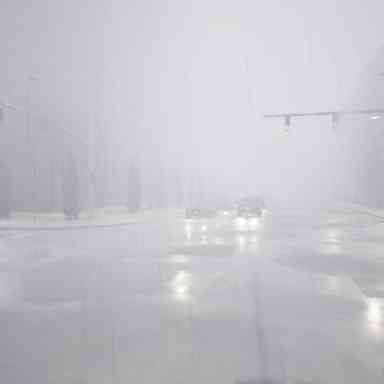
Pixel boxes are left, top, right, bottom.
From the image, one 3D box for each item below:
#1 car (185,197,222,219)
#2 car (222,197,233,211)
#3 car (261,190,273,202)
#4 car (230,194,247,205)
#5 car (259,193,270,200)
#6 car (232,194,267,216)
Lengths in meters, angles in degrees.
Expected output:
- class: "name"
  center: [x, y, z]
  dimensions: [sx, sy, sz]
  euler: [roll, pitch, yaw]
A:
- class: "car"
  center: [0.844, 1.343, 26.763]
  dimensions: [1.994, 1.385, 4.181]
  euler: [0, 0, 15]
- class: "car"
  center: [3.251, 1.269, 35.677]
  dimensions: [1.994, 1.385, 4.181]
  euler: [0, 0, 15]
- class: "car"
  center: [12.933, 0.728, 57.874]
  dimensions: [2.150, 2.045, 5.566]
  euler: [0, 0, 16]
- class: "car"
  center: [6.944, 1.118, 49.303]
  dimensions: [1.812, 1.442, 4.674]
  euler: [0, 1, 16]
- class: "car"
  center: [7.581, 1.170, 38.266]
  dimensions: [1.837, 1.490, 4.892]
  euler: [0, 1, 15]
- class: "car"
  center: [5.168, 1.234, 29.343]
  dimensions: [2.128, 1.511, 4.902]
  euler: [0, 0, 15]
